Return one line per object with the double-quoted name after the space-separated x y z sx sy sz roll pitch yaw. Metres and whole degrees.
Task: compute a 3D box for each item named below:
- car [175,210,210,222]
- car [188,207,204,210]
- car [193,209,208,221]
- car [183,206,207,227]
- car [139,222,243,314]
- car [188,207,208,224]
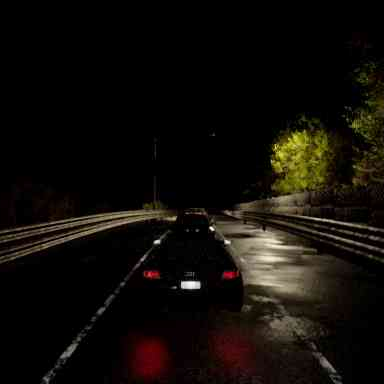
0.025 1.702 14.463 1.837 1.490 4.892 0 -2 0 "car"
0.118 1.962 22.434 2.128 1.511 4.902 0 -2 1 "car"
1.204 3.194 46.389 1.882 1.535 5.008 0 -3 4 "car"
0.365 2.264 31.451 2.097 1.767 4.553 0 -3 2 "car"
0.007 1.621 7.802 1.994 1.385 4.181 0 -1 1 "car"
0.693 2.573 37.204 2.097 1.767 4.553 0 -3 3 "car"
